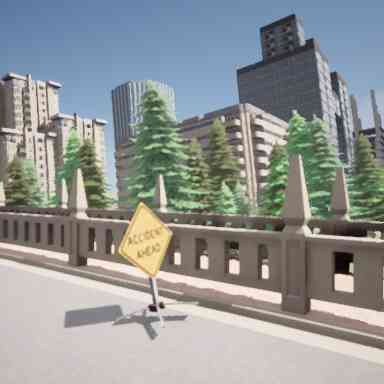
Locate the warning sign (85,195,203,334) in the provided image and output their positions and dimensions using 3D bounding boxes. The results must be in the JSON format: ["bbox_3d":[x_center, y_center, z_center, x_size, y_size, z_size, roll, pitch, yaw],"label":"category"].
[{"bbox_3d":[-0.758,1.103,5.568,1.060,1.860,1.300,-8,2,35],"label":"warning sign"}]
